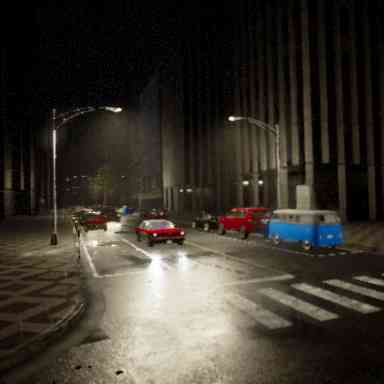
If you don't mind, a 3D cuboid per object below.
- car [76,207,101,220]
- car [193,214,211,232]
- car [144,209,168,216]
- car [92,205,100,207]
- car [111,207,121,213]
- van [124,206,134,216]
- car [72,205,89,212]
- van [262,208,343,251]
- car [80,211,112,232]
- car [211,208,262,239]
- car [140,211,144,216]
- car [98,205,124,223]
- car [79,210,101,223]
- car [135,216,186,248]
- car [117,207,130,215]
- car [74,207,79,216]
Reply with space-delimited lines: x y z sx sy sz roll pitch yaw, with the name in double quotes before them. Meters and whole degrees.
"car" -12.422 2.954 39.713 1.967 1.590 4.097 -1 -2 -20
"car" 1.466 2.396 26.806 1.947 1.339 4.313 -1 -2 -20
"car" -4.423 2.872 42.661 1.967 1.590 4.097 -1 -2 -20
"car" -25.336 4.772 90.765 2.128 1.511 4.902 -1 -2 -20
"car" -18.222 4.325 79.841 1.752 1.417 4.829 0 -2 -19
"van" -12.273 3.564 63.800 1.690 1.788 3.998 0 -2 -20
"car" -22.235 3.811 66.135 2.192 1.841 5.009 0 -2 -20
"van" 5.386 1.768 16.244 1.690 1.788 3.998 -1 -2 -20
"car" -8.496 2.657 29.143 1.887 1.381 4.507 -1 -2 -20
"car" 3.423 1.945 21.530 2.192 1.841 5.009 -1 -2 -20
"car" -6.382 3.214 47.941 1.802 1.307 4.206 -1 -2 -20
"car" -10.027 2.844 40.748 2.097 1.767 4.553 -1 -2 -20
"car" -10.457 2.895 34.425 1.802 1.307 4.206 -1 -2 -20
"car" -1.887 2.259 18.722 1.895 1.301 4.718 -1 -2 -20
"car" -14.291 3.945 69.240 1.752 1.417 4.829 0 -2 -20
"car" -16.344 3.463 50.276 2.008 1.369 4.403 -1 -2 -20
